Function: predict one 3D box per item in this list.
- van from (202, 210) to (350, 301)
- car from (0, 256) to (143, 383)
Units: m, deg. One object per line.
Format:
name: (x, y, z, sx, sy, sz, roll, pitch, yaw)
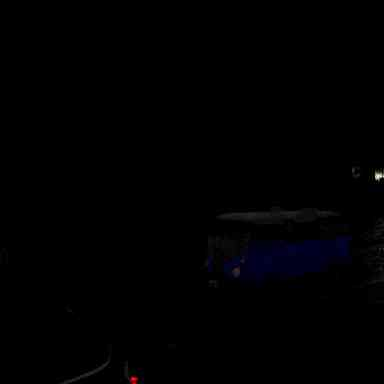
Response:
van: (2.141, 1.352, 8.065, 3.998, 1.788, 1.690, 0, 0, -35)
car: (-2.483, 1.350, 1.608, 4.553, 1.767, 2.097, 0, 0, -36)
